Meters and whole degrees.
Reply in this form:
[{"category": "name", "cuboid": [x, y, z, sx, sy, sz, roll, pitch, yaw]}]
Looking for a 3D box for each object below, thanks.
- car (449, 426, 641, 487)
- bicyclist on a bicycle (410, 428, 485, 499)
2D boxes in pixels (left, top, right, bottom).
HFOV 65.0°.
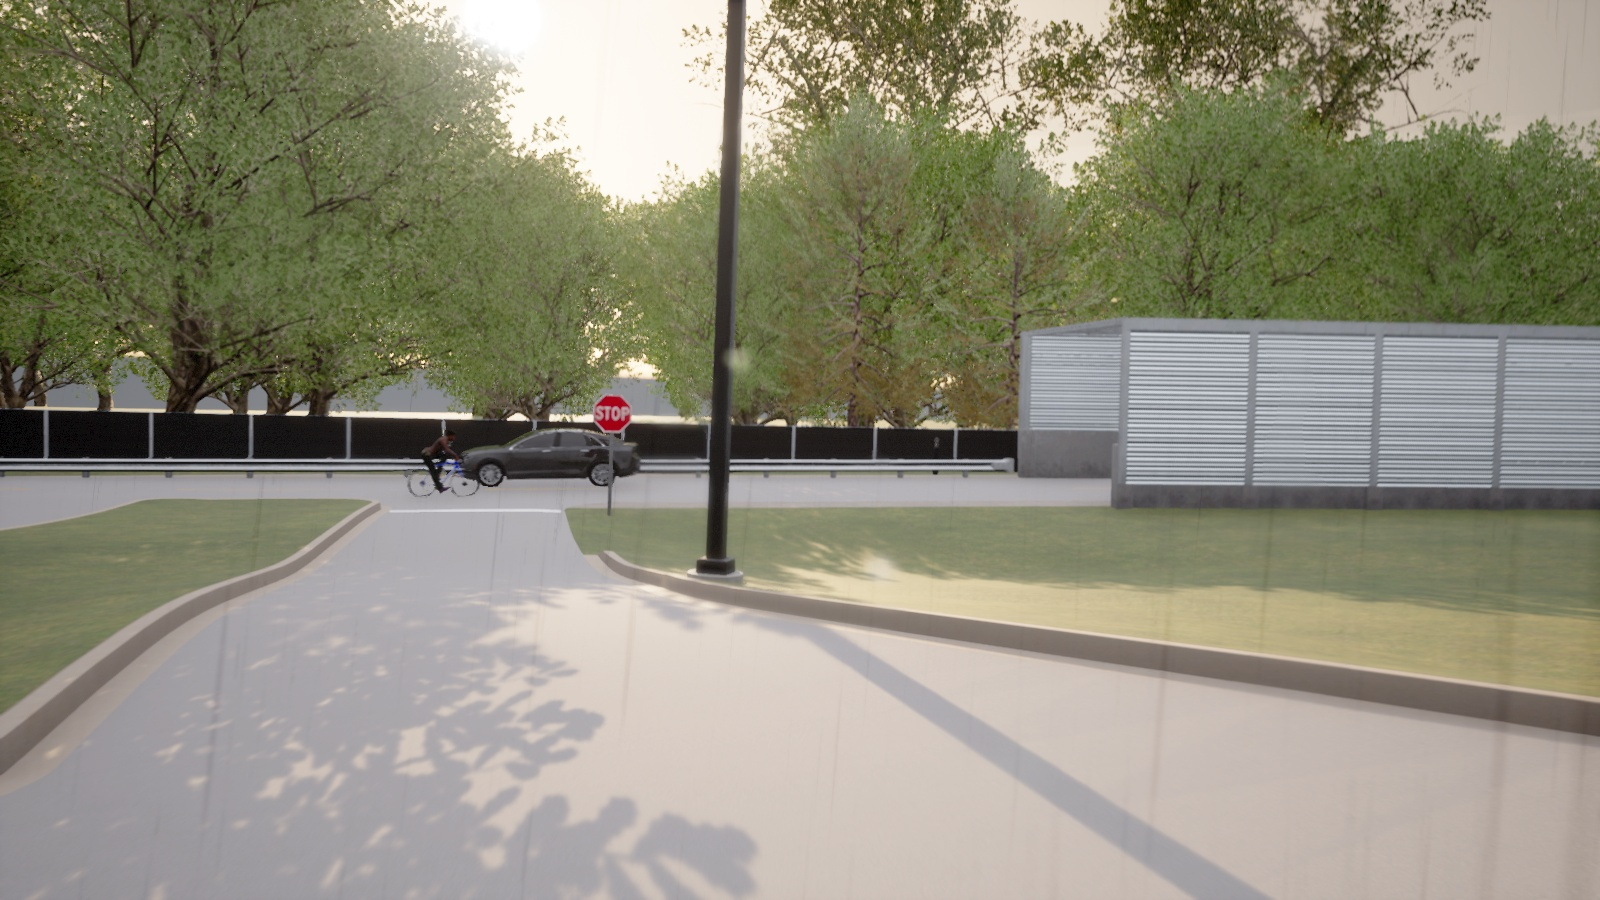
[{"category": "car", "cuboid": [-6.774, 0.156, 33.527, 4.892, 1.490, 1.837, 0, 3, -11]}, {"category": "bicyclist on a bicycle", "cuboid": [-8.318, 0.313, 29.651, 1.656, 1.620, 0.582, 0, 3, -12]}]
